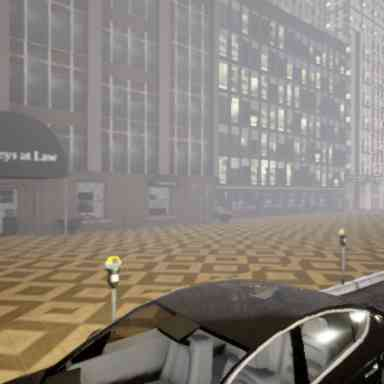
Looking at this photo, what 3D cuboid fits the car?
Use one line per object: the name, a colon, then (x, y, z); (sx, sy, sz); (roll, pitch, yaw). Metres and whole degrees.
car: (0.153, 1.561, 2.678); (4.313, 1.339, 1.947); (0, 0, -37)
